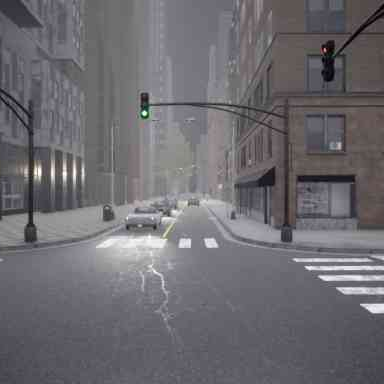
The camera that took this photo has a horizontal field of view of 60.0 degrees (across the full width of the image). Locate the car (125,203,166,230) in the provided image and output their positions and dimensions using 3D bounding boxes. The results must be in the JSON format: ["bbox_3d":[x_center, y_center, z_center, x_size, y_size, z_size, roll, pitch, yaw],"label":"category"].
[{"bbox_3d":[-2.992,1.600,21.202,1.895,1.301,4.718,0,0,0],"label":"car"}]

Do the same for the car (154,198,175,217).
[{"bbox_3d":[-2.958,1.560,31.211,1.994,1.385,4.181,0,0,0],"label":"car"}]

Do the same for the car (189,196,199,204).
[{"bbox_3d":[0.288,1.506,62.693,1.812,1.442,4.674,0,0,0],"label":"car"}]

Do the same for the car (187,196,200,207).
[{"bbox_3d":[0.240,1.479,52.271,2.128,1.511,4.902,0,0,0],"label":"car"}]

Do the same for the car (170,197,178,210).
[{"bbox_3d":[-2.884,1.483,43.758,2.128,1.511,4.902,0,0,1],"label":"car"}]
